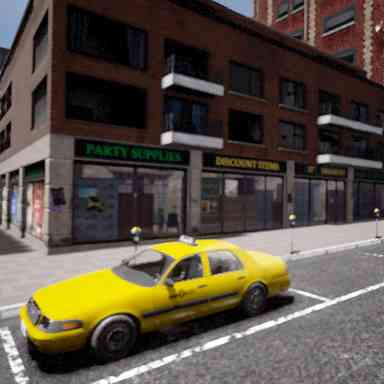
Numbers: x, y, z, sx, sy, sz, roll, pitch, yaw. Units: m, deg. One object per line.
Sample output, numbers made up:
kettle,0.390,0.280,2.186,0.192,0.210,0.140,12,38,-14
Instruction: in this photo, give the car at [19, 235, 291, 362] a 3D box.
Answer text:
car,-0.294,1.499,5.862,4.829,1.417,1.752,-1,2,-35
